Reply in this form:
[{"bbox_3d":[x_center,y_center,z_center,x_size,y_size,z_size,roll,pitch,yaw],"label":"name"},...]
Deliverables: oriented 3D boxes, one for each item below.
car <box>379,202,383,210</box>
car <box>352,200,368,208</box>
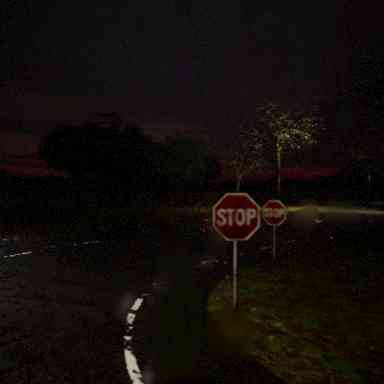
[{"bbox_3d":[33.564,2.426,57.407,1.994,1.385,4.181,1,0,32],"label":"car"},{"bbox_3d":[33.682,2.365,66.588,2.033,1.411,5.357,1,0,39],"label":"car"}]
